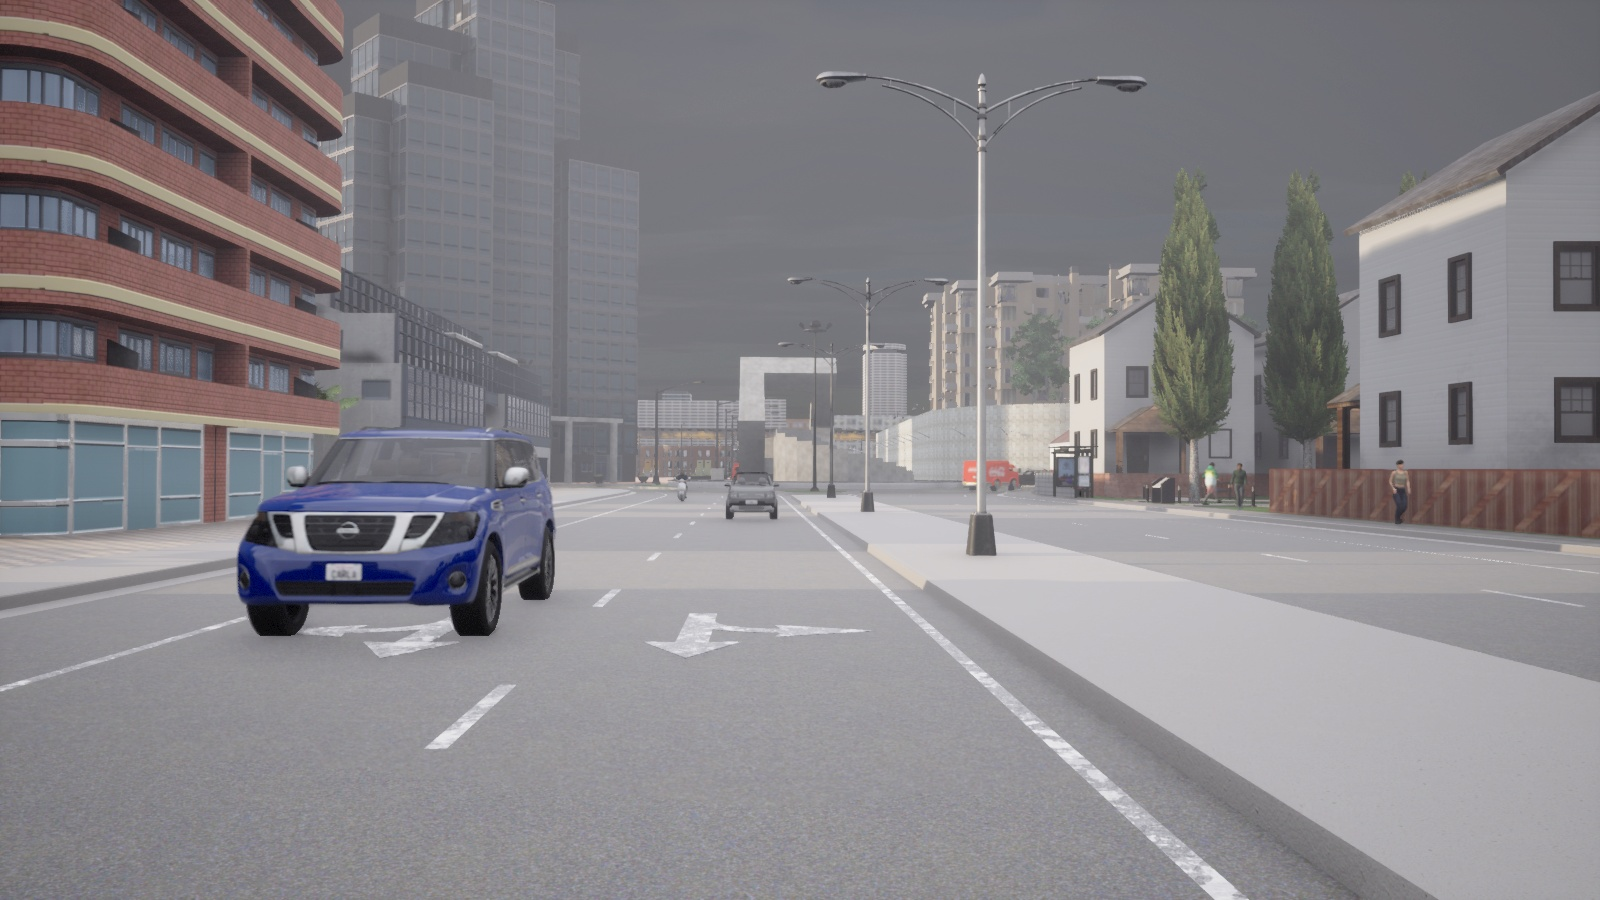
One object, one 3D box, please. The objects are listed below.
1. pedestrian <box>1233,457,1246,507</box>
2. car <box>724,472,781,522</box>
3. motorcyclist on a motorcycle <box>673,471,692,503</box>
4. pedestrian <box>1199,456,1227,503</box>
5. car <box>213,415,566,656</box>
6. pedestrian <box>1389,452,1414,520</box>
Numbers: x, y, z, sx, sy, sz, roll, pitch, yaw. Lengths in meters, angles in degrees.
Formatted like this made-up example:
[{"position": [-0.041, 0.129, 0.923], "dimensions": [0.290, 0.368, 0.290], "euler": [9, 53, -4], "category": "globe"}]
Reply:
[{"position": [16.222, 1.174, 46.308], "dimensions": [0.353, 1.847, 0.614], "euler": [0, -1, 12], "category": "pedestrian"}, {"position": [-1.558, 1.487, 41.024], "dimensions": [1.789, 1.549, 3.705], "euler": [0, -1, -2], "category": "car"}, {"position": [-5.894, 1.846, 62.922], "dimensions": [0.866, 1.590, 1.817], "euler": [0, -1, -2], "category": "motorcyclist on a motorcycle"}, {"position": [17.364, 1.235, 52.815], "dimensions": [0.873, 1.952, 0.659], "euler": [0, -1, -15], "category": "pedestrian"}, {"position": [-4.016, 0.775, 13.503], "dimensions": [2.150, 2.045, 5.566], "euler": [0, -1, -2], "category": "car"}, {"position": [16.445, 0.979, 34.343], "dimensions": [0.345, 1.836, 0.594], "euler": [0, -1, -1], "category": "pedestrian"}]
